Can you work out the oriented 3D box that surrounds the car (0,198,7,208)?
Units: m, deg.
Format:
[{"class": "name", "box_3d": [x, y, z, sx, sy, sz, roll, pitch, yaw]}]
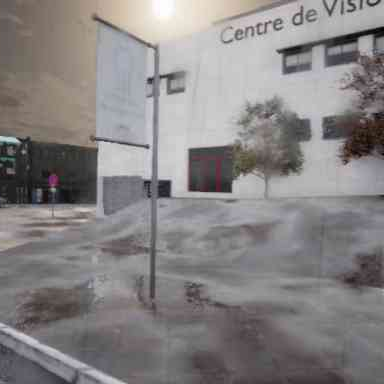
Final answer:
[{"class": "car", "box_3d": [-24.750, 1.149, 39.690, 2.128, 1.511, 4.902, 1, 0, 28]}]
